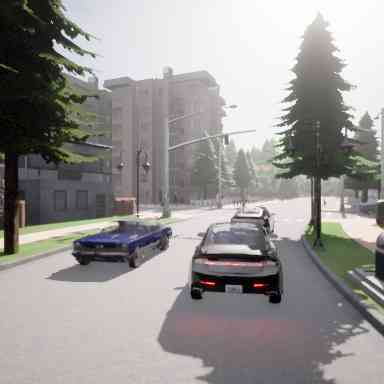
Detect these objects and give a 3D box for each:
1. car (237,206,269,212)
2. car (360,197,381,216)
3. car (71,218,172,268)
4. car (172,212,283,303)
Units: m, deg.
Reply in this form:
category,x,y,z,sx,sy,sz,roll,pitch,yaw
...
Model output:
category,x,y,z,sx,sy,sz,roll,pitch,yaw
car,3.231,1.490,17.367,2.128,1.511,4.902,0,0,18
car,18.455,1.494,31.010,5.008,1.535,1.882,0,0,24
car,-2.144,1.600,11.490,1.895,1.301,4.718,0,0,12
car,1.104,1.491,8.260,2.128,1.511,4.902,0,0,9
